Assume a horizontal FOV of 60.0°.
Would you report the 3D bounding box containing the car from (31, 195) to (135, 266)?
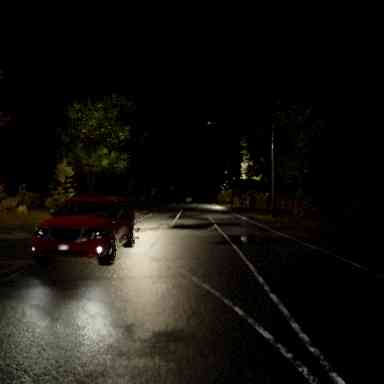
[{"bbox_3d":[-3.413,1.153,11.649,2.150,2.045,5.566,1,-1,0],"label":"car"}]
